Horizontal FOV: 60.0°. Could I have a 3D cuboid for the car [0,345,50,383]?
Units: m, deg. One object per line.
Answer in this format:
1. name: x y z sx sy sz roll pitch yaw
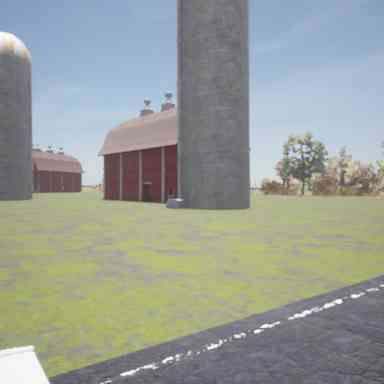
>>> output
1. car: -2.849 1.606 1.025 4.718 1.301 1.895 0 0 -35
